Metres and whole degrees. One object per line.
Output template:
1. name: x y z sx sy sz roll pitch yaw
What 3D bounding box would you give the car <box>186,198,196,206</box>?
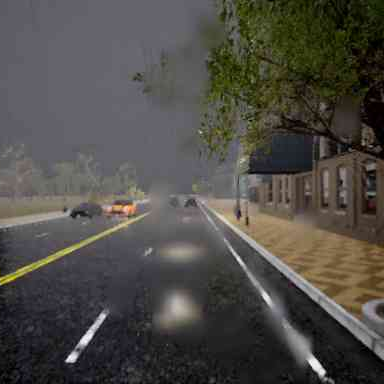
1. car: -0.162 1.895 64.277 1.895 1.301 4.718 0 0 0

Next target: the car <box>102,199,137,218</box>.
1. car: -6.580 1.499 31.379 2.097 1.767 4.553 0 0 0

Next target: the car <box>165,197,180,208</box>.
1. car: -3.385 1.793 53.820 2.033 1.411 5.357 0 0 0

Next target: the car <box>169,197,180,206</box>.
1. car: -3.412 1.772 64.239 1.882 1.535 5.008 0 0 0

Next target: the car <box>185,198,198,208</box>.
1. car: -0.135 1.748 53.829 1.837 1.490 4.892 0 0 0

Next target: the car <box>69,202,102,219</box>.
1. car: -9.829 1.700 31.509 2.033 1.411 5.357 0 0 0
